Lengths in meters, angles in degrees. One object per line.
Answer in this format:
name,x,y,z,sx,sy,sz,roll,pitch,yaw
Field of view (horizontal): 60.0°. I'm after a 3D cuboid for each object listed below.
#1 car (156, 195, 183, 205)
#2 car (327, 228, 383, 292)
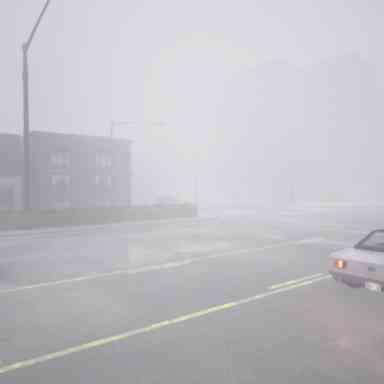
car,-3.143,1.147,45.409,1.837,1.490,4.892,-1,1,-37
car,5.235,1.472,7.611,4.718,1.301,1.895,-1,1,-36
